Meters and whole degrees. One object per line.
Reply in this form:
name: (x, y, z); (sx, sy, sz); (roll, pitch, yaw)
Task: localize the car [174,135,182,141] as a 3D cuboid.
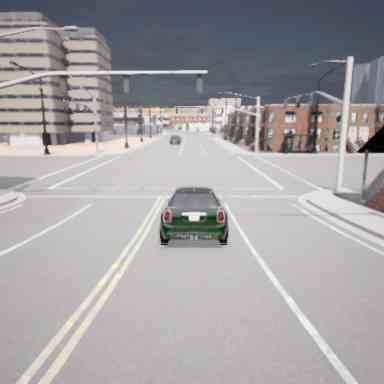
car: (-3.499, -13.666, 84.598); (1.994, 1.385, 4.181); (0, 12, 0)

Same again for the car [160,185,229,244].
car: (0.074, 0.532, 11.803); (2.097, 1.767, 4.553); (0, 7, 0)

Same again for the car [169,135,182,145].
car: (-3.499, -10.831, 69.086); (2.150, 2.045, 5.566); (0, 12, 0)
